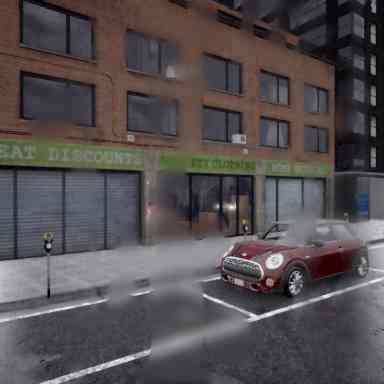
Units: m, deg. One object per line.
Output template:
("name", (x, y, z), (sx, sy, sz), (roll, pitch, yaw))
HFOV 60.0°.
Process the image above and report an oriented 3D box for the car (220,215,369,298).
("car", (2.644, 1.440, 8.421), (4.097, 1.590, 1.967), (0, 0, -36))
